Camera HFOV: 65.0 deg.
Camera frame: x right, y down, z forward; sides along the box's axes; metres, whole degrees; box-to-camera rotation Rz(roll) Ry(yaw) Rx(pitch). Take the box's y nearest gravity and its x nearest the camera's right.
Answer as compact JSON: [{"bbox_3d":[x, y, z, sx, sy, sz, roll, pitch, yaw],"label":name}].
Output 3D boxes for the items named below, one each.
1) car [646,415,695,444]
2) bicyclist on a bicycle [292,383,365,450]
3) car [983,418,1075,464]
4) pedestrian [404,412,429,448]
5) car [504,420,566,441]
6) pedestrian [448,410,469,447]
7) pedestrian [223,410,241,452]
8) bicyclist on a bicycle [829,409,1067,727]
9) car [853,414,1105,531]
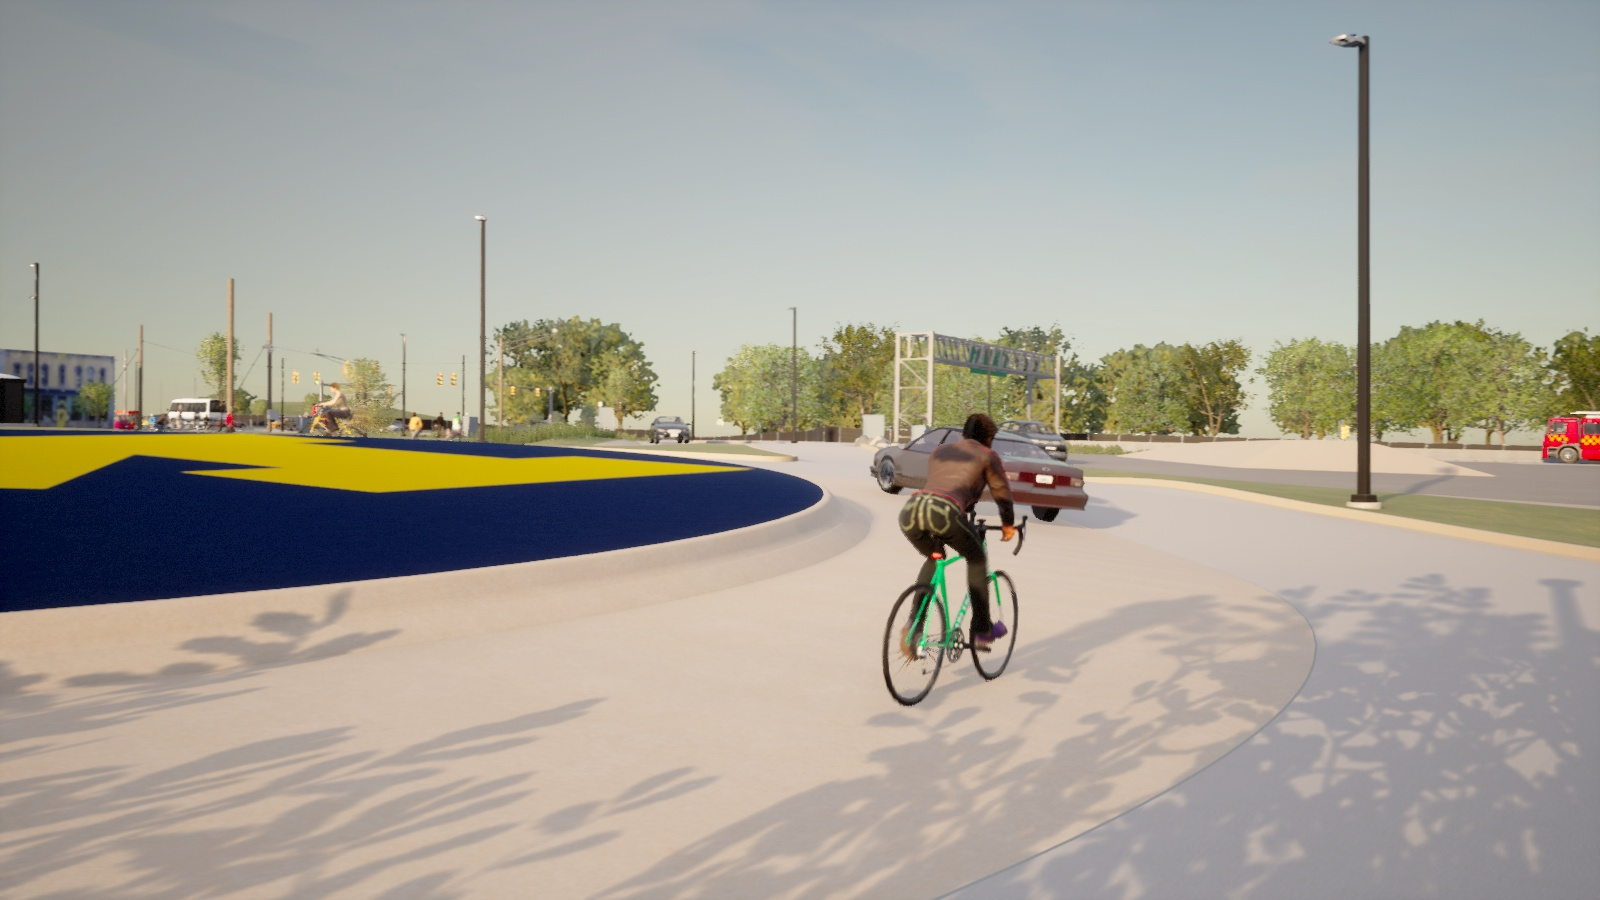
[{"bbox_3d":[-7.032,-1.082,67.856,2.128,1.511,4.902,0,1,-12],"label":"car"},{"bbox_3d":[-11.785,-0.838,31.416,1.509,1.612,0.866,2,2,-5],"label":"bicyclist on a bicycle"},{"bbox_3d":[8.541,-0.354,47.120,1.789,1.549,3.705,2,1,-18],"label":"car"},{"bbox_3d":[-19.556,-1.010,64.041,0.874,1.855,0.900,0,0,28],"label":"pedestrian"},{"bbox_3d":[-20.268,-1.499,95.921,4.514,1.525,2.007,1,0,32],"label":"car"},{"bbox_3d":[-18.498,-1.155,67.957,0.659,1.952,0.873,0,0,33],"label":"pedestrian"},{"bbox_3d":[-25.174,-0.851,55.688,0.331,1.846,0.636,0,0,30],"label":"pedestrian"},{"bbox_3d":[0.905,0.605,7.287,0.582,1.620,1.656,4,2,35],"label":"bicyclist on a bicycle"},{"bbox_3d":[2.930,0.292,22.128,2.033,1.411,5.357,5,2,-19],"label":"car"}]
